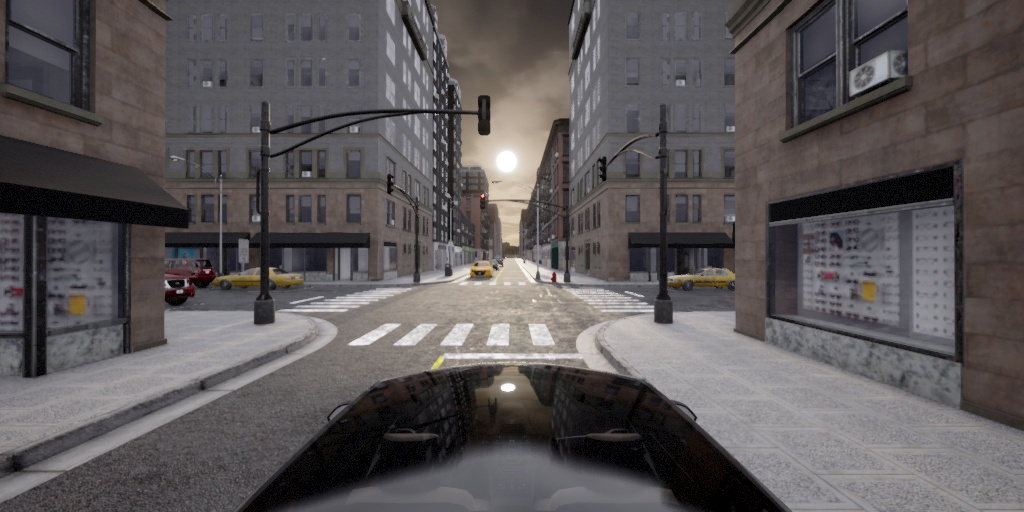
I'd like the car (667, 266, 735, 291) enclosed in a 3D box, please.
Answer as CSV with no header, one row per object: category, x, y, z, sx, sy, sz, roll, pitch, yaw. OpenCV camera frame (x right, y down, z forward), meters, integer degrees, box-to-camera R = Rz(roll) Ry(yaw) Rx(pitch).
car,11.638,1.302,21.561,4.829,1.417,1.751,0,0,0

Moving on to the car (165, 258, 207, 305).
car,-15.097,1.033,13.579,5.009,1.841,2.192,0,0,0

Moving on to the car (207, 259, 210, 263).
car,-20.755,1.061,21.614,5.009,1.841,2.192,0,0,0

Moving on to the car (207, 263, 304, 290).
car,-15.246,1.277,21.605,4.829,1.417,1.751,0,0,0

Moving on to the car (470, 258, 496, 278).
car,-2.839,1.219,33.931,1.882,1.535,5.008,0,1,0

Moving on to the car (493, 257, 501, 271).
car,-2.832,1.235,49.989,1.837,1.490,4.892,0,0,0
